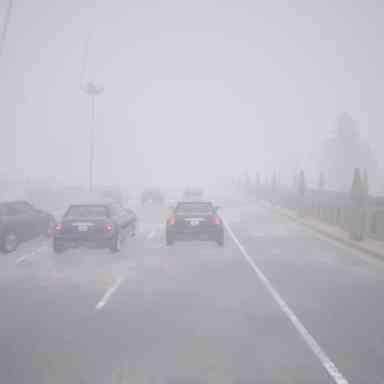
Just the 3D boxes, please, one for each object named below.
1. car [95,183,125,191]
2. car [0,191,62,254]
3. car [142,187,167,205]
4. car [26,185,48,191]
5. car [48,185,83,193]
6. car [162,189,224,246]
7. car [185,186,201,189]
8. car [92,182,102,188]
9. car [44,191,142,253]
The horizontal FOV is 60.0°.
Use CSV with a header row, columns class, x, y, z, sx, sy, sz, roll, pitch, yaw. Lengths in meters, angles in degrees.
class,x,y,z,sx,sy,sz,roll,pitch,yaw
car,-6.900,0.291,29.780,1.837,1.490,4.892,0,3,0
car,-6.901,1.056,12.433,2.097,1.767,4.553,0,3,0
car,-3.401,0.291,29.786,1.837,1.490,4.892,0,3,0
car,-17.588,-0.120,38.596,1.994,1.385,4.181,0,3,0
car,-14.093,-0.119,38.261,2.033,1.411,5.357,0,3,0
car,0.099,0.993,13.735,2.097,1.767,4.553,0,3,0
car,0.099,0.170,31.527,1.882,1.535,5.008,0,3,0
car,-21.000,-1.410,74.088,1.882,1.535,5.008,0,-1,0
car,-3.400,1.052,12.516,2.097,1.767,4.553,0,3,0
